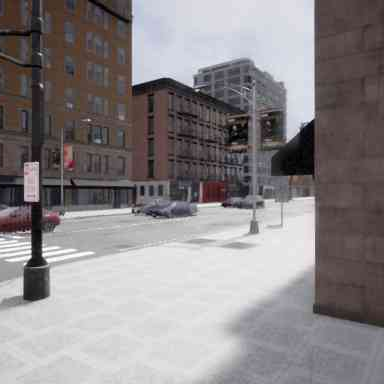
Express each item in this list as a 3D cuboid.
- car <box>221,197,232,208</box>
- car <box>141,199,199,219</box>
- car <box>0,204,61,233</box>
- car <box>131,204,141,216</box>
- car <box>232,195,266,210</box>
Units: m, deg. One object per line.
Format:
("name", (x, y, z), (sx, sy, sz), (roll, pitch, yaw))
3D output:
("car", (5.870, 1.385, 44.549), (2.033, 1.411, 5.357), (0, 0, 36))
("car", (-1.528, 1.453, 28.444), (2.033, 1.411, 5.357), (0, 0, 35))
("car", (-9.227, 1.487, 17.510), (1.812, 1.442, 4.674), (0, 0, 35))
("car", (-3.548, 1.399, 31.221), (2.128, 1.511, 4.902), (0, 0, 35))
("car", (7.294, 1.192, 40.934), (2.097, 1.767, 4.553), (0, 0, 35))
